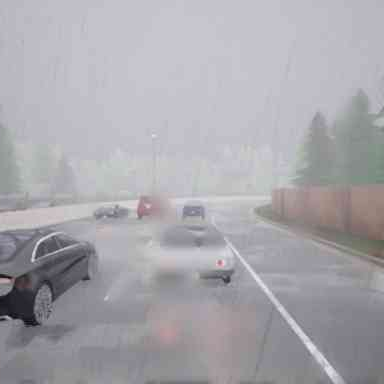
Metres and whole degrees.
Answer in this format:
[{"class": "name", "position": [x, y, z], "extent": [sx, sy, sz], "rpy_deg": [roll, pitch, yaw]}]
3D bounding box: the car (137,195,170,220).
[{"class": "car", "position": [-3.295, 1.287, 29.248], "extent": [2.150, 2.045, 5.566], "rpy_deg": [0, 0, 4]}]

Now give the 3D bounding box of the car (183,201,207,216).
[{"class": "car", "position": [0.267, 1.523, 29.775], "extent": [1.882, 1.535, 5.008], "rpy_deg": [0, 0, 4]}]

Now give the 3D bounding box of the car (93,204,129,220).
[{"class": "car", "position": [-6.830, 1.686, 28.697], "extent": [1.895, 1.301, 4.718], "rpy_deg": [0, 0, 3]}]

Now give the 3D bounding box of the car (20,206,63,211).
[{"class": "car", "position": [-13.840, 1.656, 31.589], "extent": [1.812, 1.442, 4.674], "rpy_deg": [0, 0, 5]}]

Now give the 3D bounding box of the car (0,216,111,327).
[{"class": "car", "position": [-3.448, 1.523, 7.062], "extent": [2.128, 1.511, 4.902], "rpy_deg": [0, 0, 0]}]

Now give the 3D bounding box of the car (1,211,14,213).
[{"class": "car", "position": [-17.316, 1.716, 32.039], "extent": [1.994, 1.385, 4.181], "rpy_deg": [0, 0, 5]}]

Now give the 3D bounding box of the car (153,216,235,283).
[{"class": "car", "position": [0.031, 1.616, 9.690], "extent": [1.895, 1.301, 4.718], "rpy_deg": [0, 0, 0]}]
